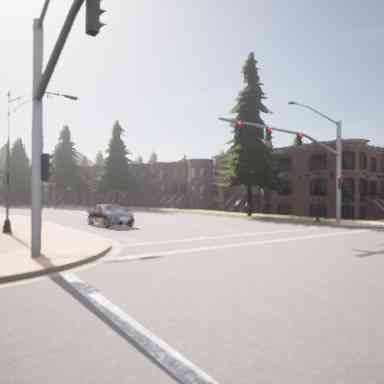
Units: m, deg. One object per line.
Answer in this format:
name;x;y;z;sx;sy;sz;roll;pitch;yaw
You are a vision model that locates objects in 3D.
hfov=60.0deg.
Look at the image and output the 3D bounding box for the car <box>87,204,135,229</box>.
car;-5.556;1.575;22.525;2.128;1.511;4.902;1;0;-36
